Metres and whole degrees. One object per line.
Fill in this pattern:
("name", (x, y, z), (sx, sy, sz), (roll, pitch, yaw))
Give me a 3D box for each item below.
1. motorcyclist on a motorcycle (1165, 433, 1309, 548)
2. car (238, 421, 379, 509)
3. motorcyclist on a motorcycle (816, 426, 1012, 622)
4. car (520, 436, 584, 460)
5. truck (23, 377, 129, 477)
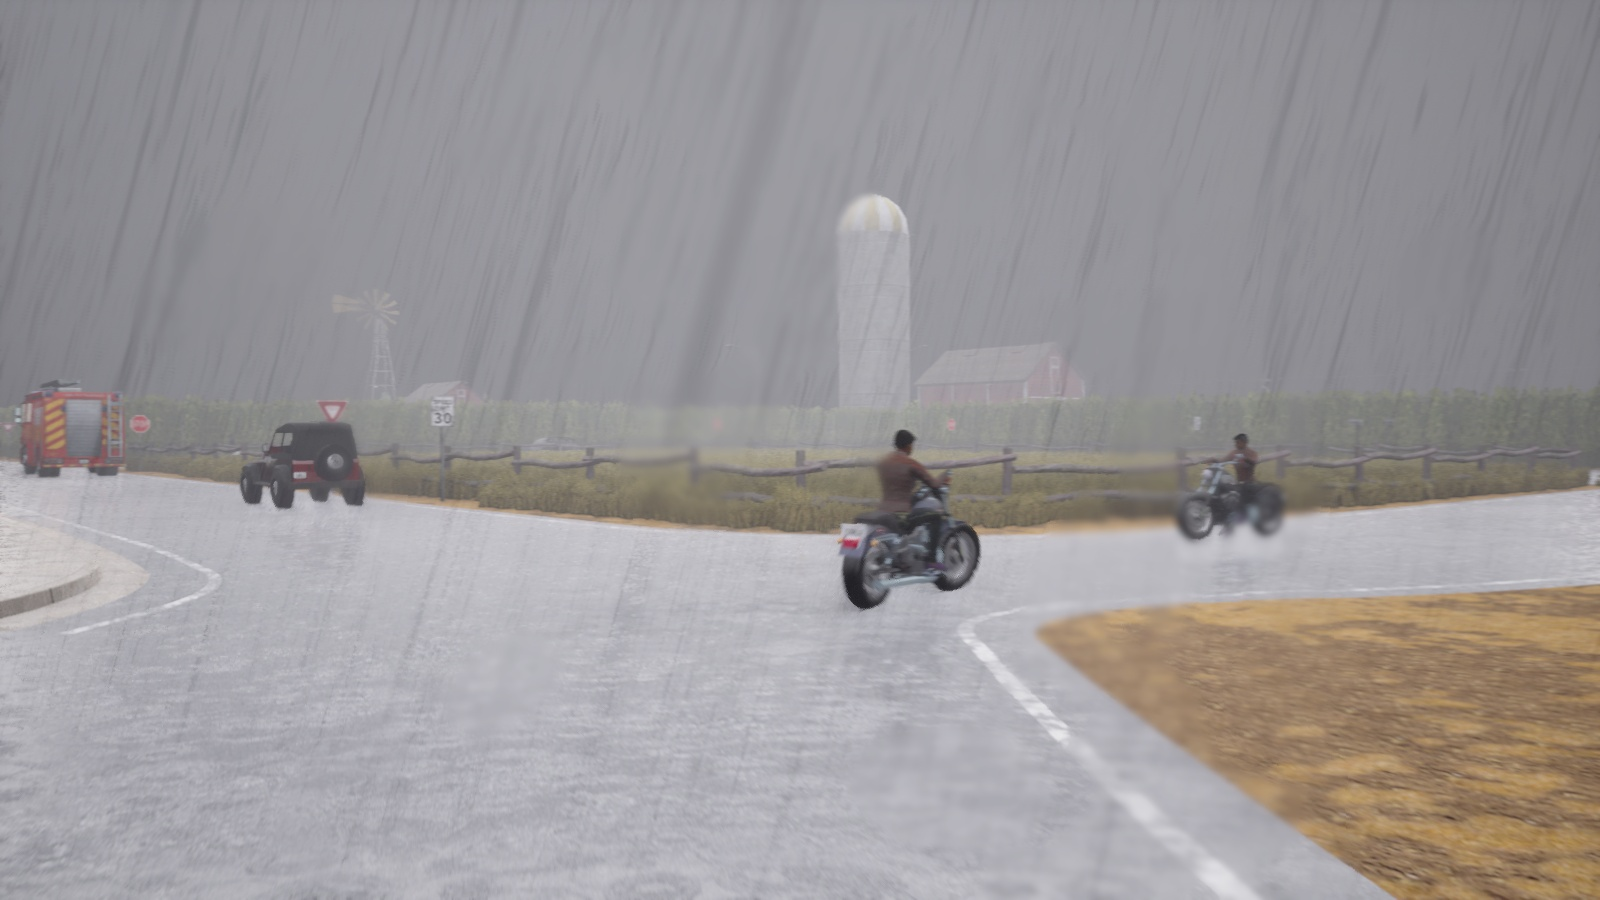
("motorcyclist on a motorcycle", (6.613, 0.565, 18.966), (2.350, 1.649, 0.766), (-1, 1, -33))
("car", (-11.298, 0.293, 28.733), (1.905, 1.878, 3.866), (0, 1, -39))
("motorcyclist on a motorcycle", (1.133, 0.618, 11.843), (0.766, 1.649, 2.350), (2, 1, 34))
("car", (-16.478, -0.155, 83.461), (3.705, 1.549, 1.789), (-1, 1, -39))
("truck", (-30.336, -0.934, 52.418), (2.891, 3.827, 8.468), (0, 1, -37))
